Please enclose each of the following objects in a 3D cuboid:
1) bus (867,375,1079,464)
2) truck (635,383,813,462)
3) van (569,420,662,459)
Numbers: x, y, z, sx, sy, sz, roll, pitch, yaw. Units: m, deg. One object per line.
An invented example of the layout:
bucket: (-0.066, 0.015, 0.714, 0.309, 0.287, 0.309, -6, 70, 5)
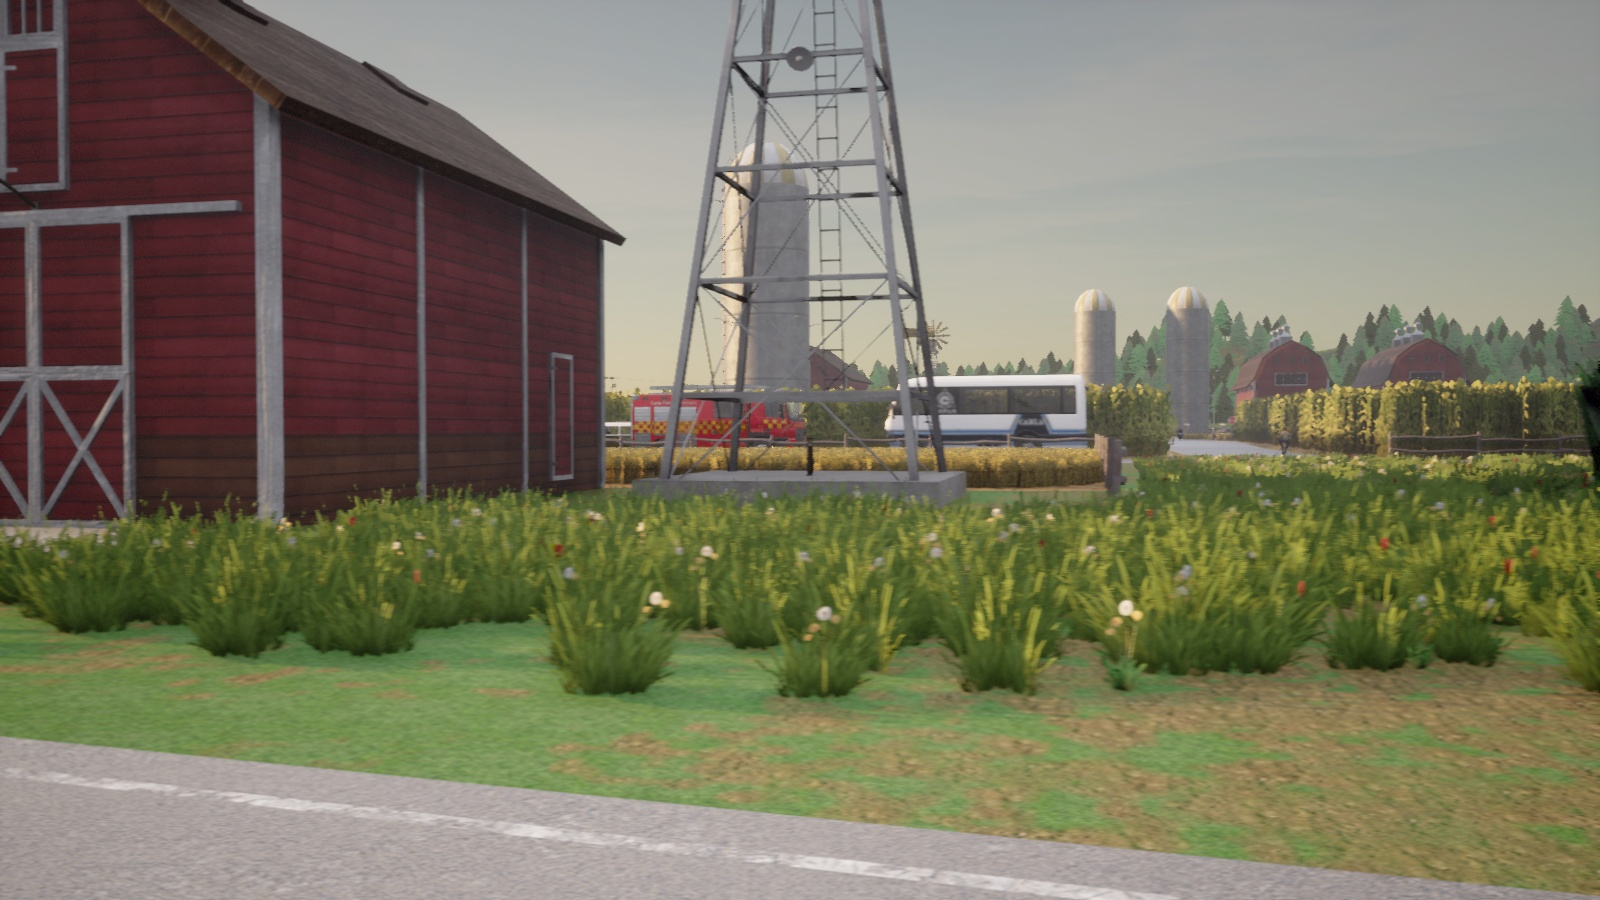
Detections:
bus: (8.795, -1.532, 63.365, 10.273, 4.253, 3.944, 0, 1, 13)
truck: (-3.780, -1.364, 63.082, 8.468, 3.827, 2.891, 0, 1, 13)
van: (-9.922, -0.573, 67.690, 4.480, 2.038, 2.069, 0, 1, 13)
